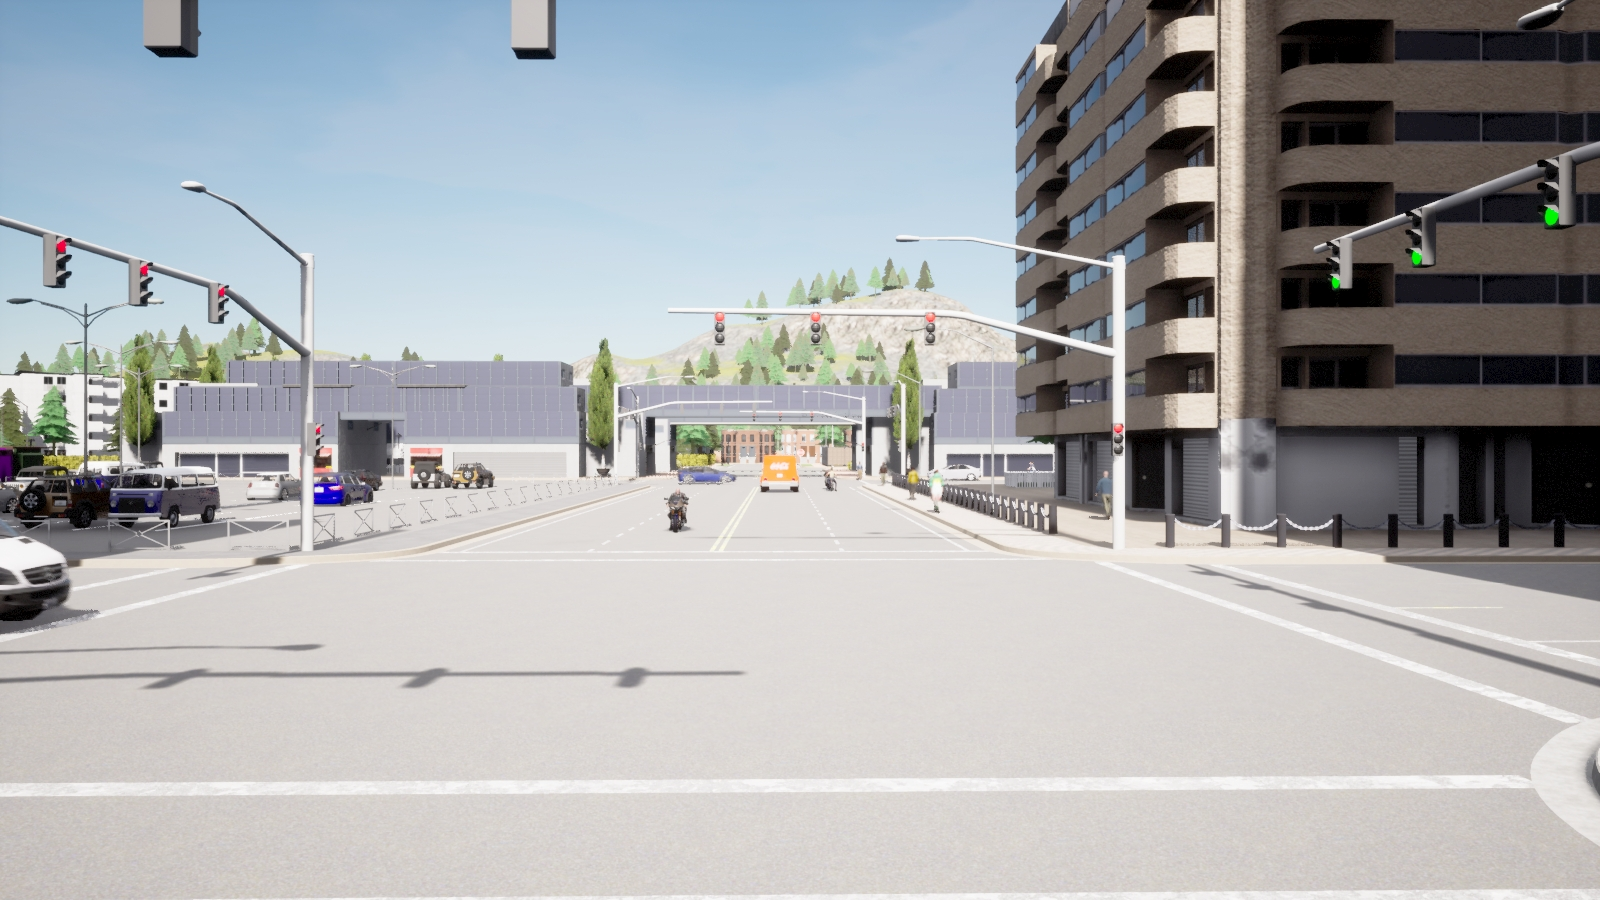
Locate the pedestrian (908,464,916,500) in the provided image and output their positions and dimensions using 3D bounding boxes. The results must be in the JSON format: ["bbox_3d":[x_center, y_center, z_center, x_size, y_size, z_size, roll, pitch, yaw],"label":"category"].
[{"bbox_3d":[5.897,1.695,60.081,0.375,1.860,0.375,0,0,-2],"label":"pedestrian"}]

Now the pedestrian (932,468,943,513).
[{"bbox_3d":[5.763,1.695,47.986,0.375,1.860,0.375,0,0,-5],"label":"pedestrian"}]

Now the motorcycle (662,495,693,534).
[{"bbox_3d":[-4.213,2.205,39.441,0.867,1.251,2.209,0,0,-1],"label":"motorcycle"}]

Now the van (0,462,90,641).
[{"bbox_3d":[-14.424,1.479,17.390,5.915,2.561,1.988,0,0,-3],"label":"van"}]

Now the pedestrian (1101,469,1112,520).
[{"bbox_3d":[11.434,1.651,42.566,0.375,1.860,0.375,0,0,13],"label":"pedestrian"}]

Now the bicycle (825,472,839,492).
[{"bbox_3d":[2.134,2.158,77.288,0.859,1.276,1.487,0,0,-1],"label":"bicycle"}]

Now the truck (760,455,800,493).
[{"bbox_3d":[-1.366,1.564,77.071,2.627,2.467,5.204,0,0,-1],"label":"truck"}]
